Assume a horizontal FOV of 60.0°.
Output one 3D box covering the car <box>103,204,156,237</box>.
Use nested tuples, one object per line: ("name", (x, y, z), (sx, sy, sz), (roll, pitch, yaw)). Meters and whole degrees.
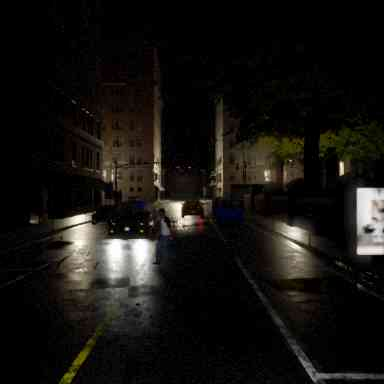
("car", (-3.097, 1.559, 17.802), (1.994, 1.385, 4.181), (0, 0, 0))

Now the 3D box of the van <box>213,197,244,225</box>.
("van", (2.672, 1.331, 23.943), (1.690, 1.788, 3.998), (0, 0, 0))

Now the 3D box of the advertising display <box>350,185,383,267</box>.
("advertising display", (5.632, 1.024, 10.087), (1.540, 2.440, 0.280), (0, 0, 0))

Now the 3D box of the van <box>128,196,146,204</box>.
("van", (-5.852, 1.319, 35.251), (1.690, 1.788, 3.998), (0, 0, 0))

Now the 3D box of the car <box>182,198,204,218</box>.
("car", (0.080, 1.462, 30.177), (1.882, 1.535, 5.008), (0, 0, 1))

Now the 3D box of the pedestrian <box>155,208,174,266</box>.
("pedestrian", (-0.836, 1.292, 10.179), (0.375, 1.860, 0.375), (0, 0, -10))

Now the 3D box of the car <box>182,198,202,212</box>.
("car", (0.001, 1.463, 39.596), (2.128, 1.511, 4.902), (0, 0, 0))

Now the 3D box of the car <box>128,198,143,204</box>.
("car", (-5.853, 1.529, 29.591), (1.887, 1.381, 4.507), (0, 0, 0))

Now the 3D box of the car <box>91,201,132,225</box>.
("car", (-5.853, 1.556, 23.932), (1.947, 1.339, 4.313), (0, 0, 0))
